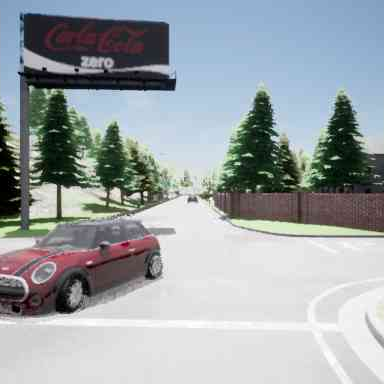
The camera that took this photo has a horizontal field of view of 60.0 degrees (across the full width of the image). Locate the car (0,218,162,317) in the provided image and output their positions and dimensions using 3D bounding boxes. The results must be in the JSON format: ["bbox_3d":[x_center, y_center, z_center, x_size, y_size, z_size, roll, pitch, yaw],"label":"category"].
[{"bbox_3d":[-2.607,1.498,8.046,2.097,1.767,4.553,-2,-1,25],"label":"car"}]

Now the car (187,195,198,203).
[{"bbox_3d":[0.137,1.349,68.209,2.097,1.767,4.553,0,0,0],"label":"car"}]
